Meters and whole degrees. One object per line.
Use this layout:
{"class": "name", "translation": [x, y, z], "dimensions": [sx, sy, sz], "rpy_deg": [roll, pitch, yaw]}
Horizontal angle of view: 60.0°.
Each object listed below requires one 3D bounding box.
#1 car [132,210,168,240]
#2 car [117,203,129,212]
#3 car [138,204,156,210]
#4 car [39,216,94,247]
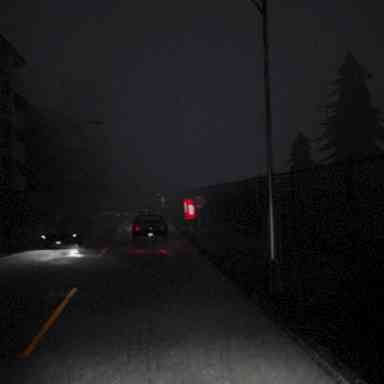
{"class": "car", "translation": [-2.481, 1.952, 19.427], "dimensions": [1.895, 1.301, 4.718], "rpy_deg": [-2, -1, -8]}
{"class": "car", "translation": [-12.268, 2.705, 58.892], "dimensions": [1.837, 1.490, 4.892], "rpy_deg": [-2, -1, -8]}
{"class": "car", "translation": [-5.180, 2.193, 38.411], "dimensions": [2.128, 1.511, 4.902], "rpy_deg": [-2, -1, -8]}
{"class": "car", "translation": [-6.512, 1.997, 17.932], "dimensions": [2.033, 1.411, 5.357], "rpy_deg": [-2, -1, -8]}
